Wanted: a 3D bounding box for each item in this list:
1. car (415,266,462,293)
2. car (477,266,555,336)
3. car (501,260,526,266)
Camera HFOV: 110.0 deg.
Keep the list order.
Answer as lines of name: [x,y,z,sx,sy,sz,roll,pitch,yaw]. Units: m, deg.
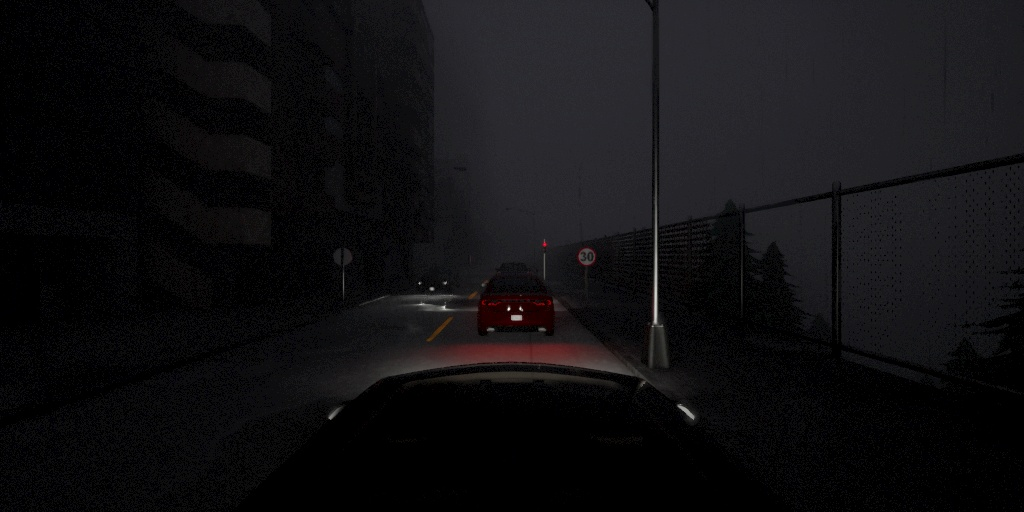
car: [-4.084,1.298,20.988,2.033,1.411,5.357,0,0,0]
car: [0.094,1.228,10.482,1.882,1.535,5.008,0,0,0]
car: [0.090,1.102,20.851,2.097,1.767,4.553,0,0,0]
